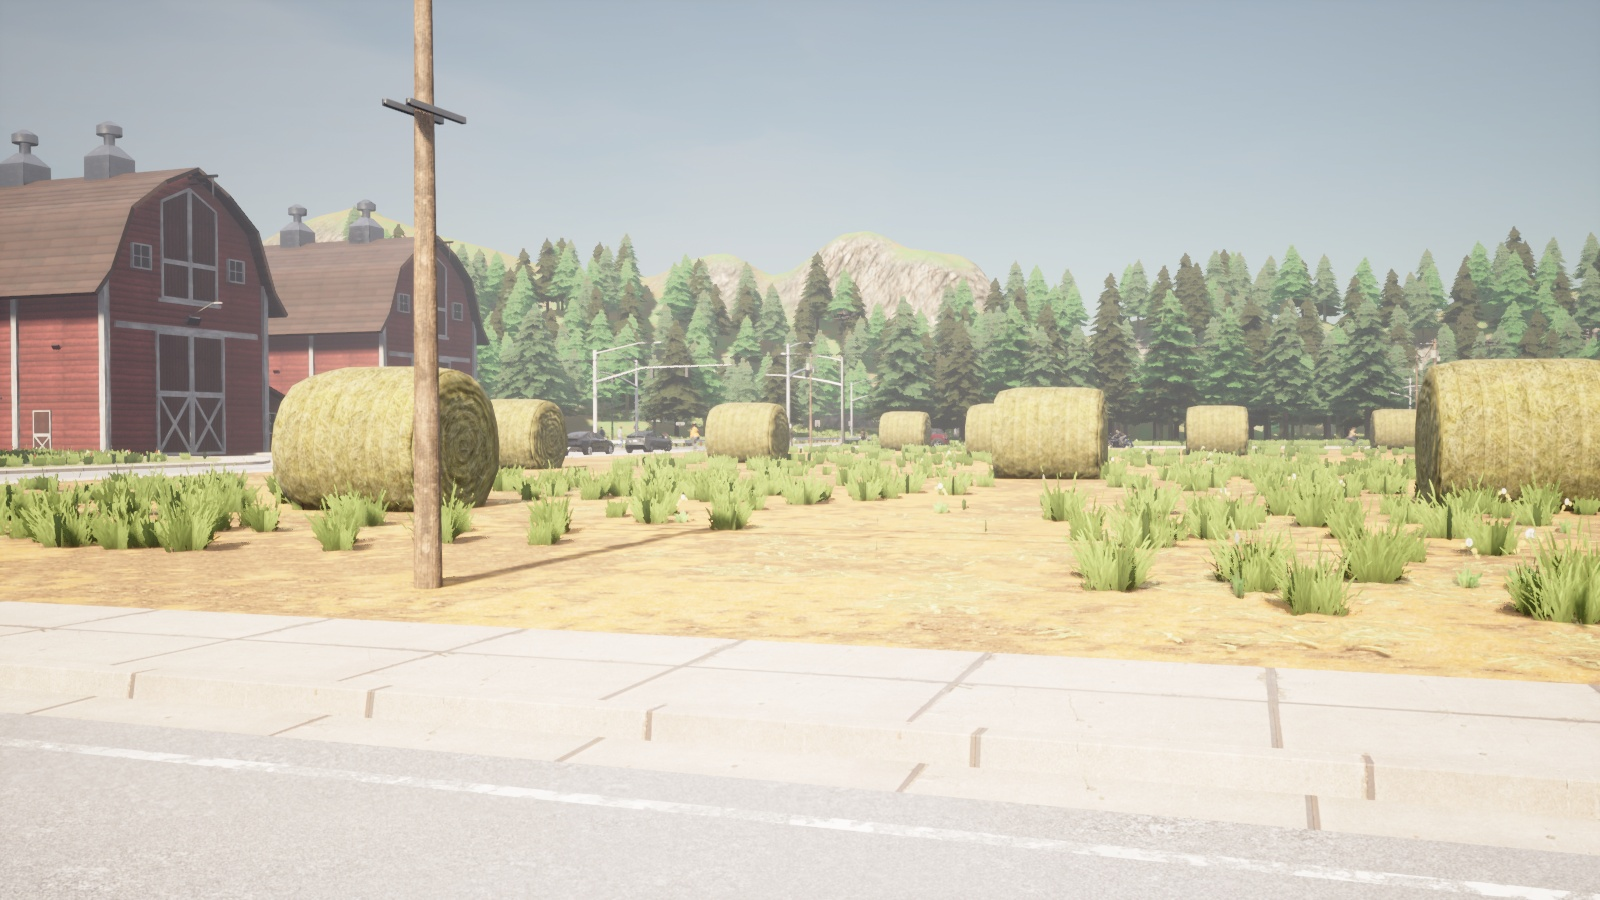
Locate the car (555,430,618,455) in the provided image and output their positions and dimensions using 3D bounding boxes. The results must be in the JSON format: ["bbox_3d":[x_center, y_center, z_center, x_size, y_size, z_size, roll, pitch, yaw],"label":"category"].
[{"bbox_3d":[-13.170,-0.487,77.643,1.837,1.490,4.892,0,1,17],"label":"car"}]

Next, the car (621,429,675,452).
[{"bbox_3d":[-10.431,-0.679,86.370,2.007,1.525,4.514,1,1,17],"label":"car"}]
